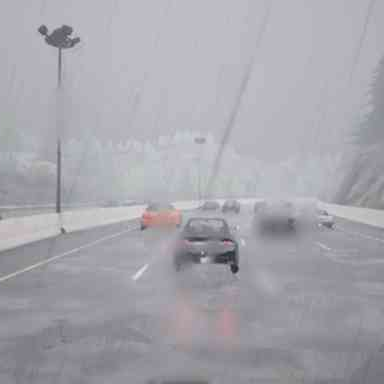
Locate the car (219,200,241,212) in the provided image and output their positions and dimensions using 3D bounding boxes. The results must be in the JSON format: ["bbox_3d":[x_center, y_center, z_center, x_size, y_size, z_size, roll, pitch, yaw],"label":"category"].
[{"bbox_3d":[5.240,1.793,43.307,2.097,1.767,4.553,0,-1,13],"label":"car"}]

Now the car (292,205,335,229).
[{"bbox_3d":[8.757,1.869,24.170,1.895,1.301,4.718,0,-1,8],"label":"car"}]

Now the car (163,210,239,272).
[{"bbox_3d":[0.505,1.605,11.193,2.128,1.511,4.902,0,0,3],"label":"car"}]

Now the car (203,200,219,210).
[{"bbox_3d":[2.894,1.973,48.289,2.128,1.511,4.902,0,-1,15],"label":"car"}]

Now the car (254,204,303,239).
[{"bbox_3d":[4.618,1.679,18.807,1.882,1.535,5.008,0,0,6],"label":"car"}]

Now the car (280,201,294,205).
[{"bbox_3d":[14.213,2.014,49.728,1.882,1.535,5.008,0,-1,16],"label":"car"}]

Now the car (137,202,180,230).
[{"bbox_3d":[-1.959,1.566,22.696,2.097,1.767,4.553,0,-1,7],"label":"car"}]

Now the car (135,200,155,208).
[{"bbox_3d":[-8.402,2.119,60.373,1.994,1.385,4.181,0,-1,17],"label":"car"}]

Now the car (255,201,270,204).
[{"bbox_3d":[10.110,1.998,48.060,2.128,1.511,4.902,0,-1,15],"label":"car"}]

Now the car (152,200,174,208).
[{"bbox_3d":[-5.088,2.105,59.281,2.033,1.411,5.357,0,-1,18],"label":"car"}]
